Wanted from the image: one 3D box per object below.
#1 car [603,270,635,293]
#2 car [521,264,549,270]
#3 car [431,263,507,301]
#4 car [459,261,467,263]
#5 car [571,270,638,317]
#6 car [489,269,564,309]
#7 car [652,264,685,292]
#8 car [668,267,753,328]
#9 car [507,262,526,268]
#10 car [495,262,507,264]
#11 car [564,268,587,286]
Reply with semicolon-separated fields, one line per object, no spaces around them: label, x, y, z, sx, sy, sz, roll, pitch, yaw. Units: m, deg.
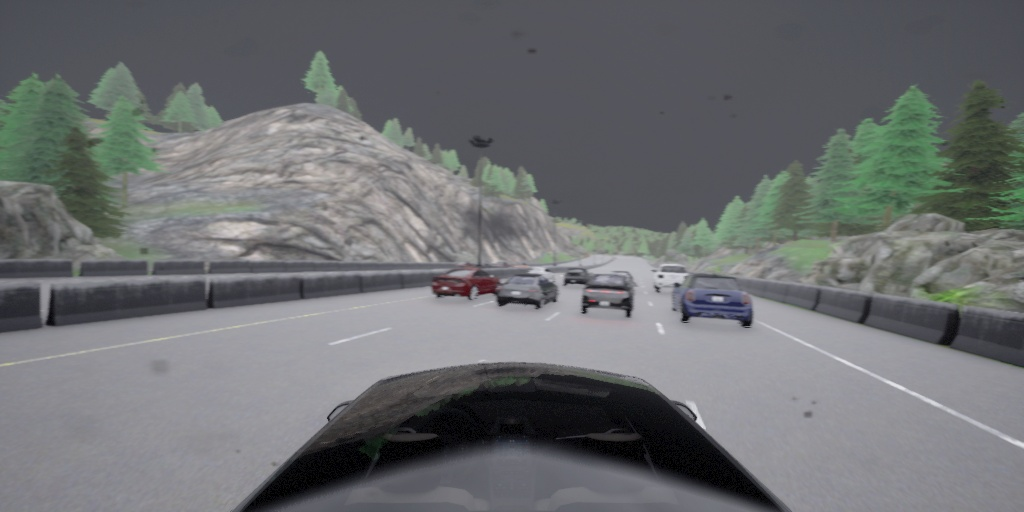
car;8.174;1.842;27.008;2.033;1.411;5.357;2;-1;19
car;2.499;1.700;31.963;1.812;1.442;4.674;2;-1;19
car;-2.154;1.329;18.264;1.882;1.535;5.008;2;0;19
car;-8.697;1.704;64.477;1.882;1.535;5.008;2;-1;19
car;4.012;1.496;14.703;2.128;1.511;4.902;2;-1;19
car;0.821;1.486;16.181;1.994;1.385;4.181;2;-1;19
car;11.849;1.633;26.891;2.150;2.045;5.566;2;-1;19
car;7.300;1.446;13.493;2.097;1.767;4.553;2;-1;19
car;1.305;1.859;61.348;2.097;1.767;4.553;2;-1;19
car;-2.023;1.766;62.411;2.097;1.767;4.553;2;-1;19
car;5.579;1.757;30.175;1.837;1.490;4.892;2;0;19
